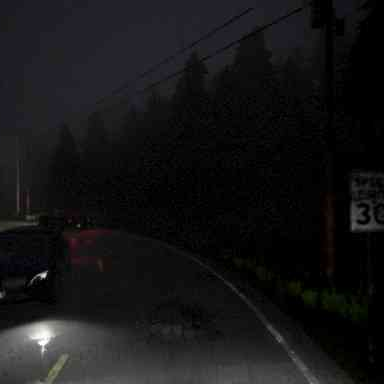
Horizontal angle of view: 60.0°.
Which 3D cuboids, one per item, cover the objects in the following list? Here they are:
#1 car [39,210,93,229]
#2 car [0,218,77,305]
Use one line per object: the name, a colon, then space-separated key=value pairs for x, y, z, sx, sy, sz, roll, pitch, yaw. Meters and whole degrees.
car: x=-8.737 y=1.866 z=22.709 sx=1.895 sy=1.301 sz=4.718 roll=1 pitch=-1 yaw=-44
car: x=-4.087 y=1.624 z=8.258 sx=1.812 sy=1.442 sz=4.674 roll=0 pitch=-1 yaw=-14
